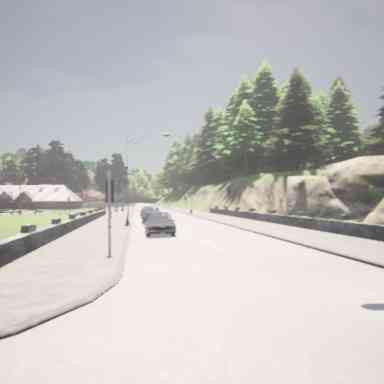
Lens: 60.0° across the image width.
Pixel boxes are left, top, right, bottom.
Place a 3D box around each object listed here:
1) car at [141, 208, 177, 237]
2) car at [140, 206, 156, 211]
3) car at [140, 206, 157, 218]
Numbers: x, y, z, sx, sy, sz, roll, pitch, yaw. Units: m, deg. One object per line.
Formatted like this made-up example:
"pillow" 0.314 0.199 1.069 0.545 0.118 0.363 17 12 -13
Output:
"car" -2.158 2.066 22.109 2.033 1.411 5.357 0 -1 -9
"car" -3.833 2.249 32.116 2.128 1.511 4.902 0 -1 -9
"car" -5.675 2.571 43.249 2.033 1.411 5.357 0 -1 -9
